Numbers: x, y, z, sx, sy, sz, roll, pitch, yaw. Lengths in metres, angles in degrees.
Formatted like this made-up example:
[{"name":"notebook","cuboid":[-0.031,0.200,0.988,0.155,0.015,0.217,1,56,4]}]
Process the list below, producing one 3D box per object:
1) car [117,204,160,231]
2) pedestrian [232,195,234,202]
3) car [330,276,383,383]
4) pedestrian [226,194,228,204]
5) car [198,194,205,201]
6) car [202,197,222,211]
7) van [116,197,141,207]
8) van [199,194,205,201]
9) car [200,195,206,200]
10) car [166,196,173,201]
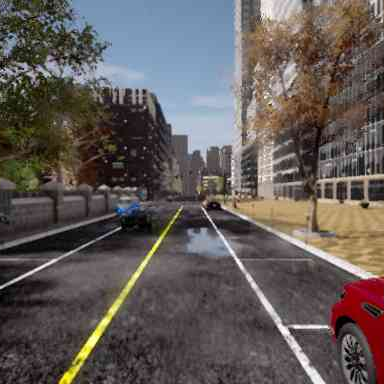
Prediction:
[{"name":"car","cuboid":[-3.107,1.617,20.653,1.895,1.301,4.718,0,0,0]},{"name":"pedestrian","cuboid":[7.120,1.359,57.366,0.375,1.860,0.375,0,0,0]},{"name":"car","cuboid":[2.686,1.316,1.995,2.192,1.841,5.009,0,0,0]},{"name":"pedestrian","cuboid":[6.119,1.220,58.566,0.375,1.860,0.375,0,0,0]},{"name":"car","cuboid":[2.662,1.456,85.098,2.192,1.841,5.009,0,0,0]},{"name":"car","cuboid":[2.675,1.611,41.419,1.947,1.339,4.313,0,0,0]},{"name":"van","cuboid":[-5.702,1.369,30.151,1.690,1.788,3.998,0,0,0]},{"name":"van","cuboid":[2.661,1.498,90.623,1.690,1.788,3.998,0,0,0]},{"name":"car","cuboid":[2.672,1.592,52.854,1.752,1.417,4.829,0,0,0]},{"name":"car","cuboid":[-5.716,1.691,85.095,2.008,1.369,4.403,0,0,0]}]
